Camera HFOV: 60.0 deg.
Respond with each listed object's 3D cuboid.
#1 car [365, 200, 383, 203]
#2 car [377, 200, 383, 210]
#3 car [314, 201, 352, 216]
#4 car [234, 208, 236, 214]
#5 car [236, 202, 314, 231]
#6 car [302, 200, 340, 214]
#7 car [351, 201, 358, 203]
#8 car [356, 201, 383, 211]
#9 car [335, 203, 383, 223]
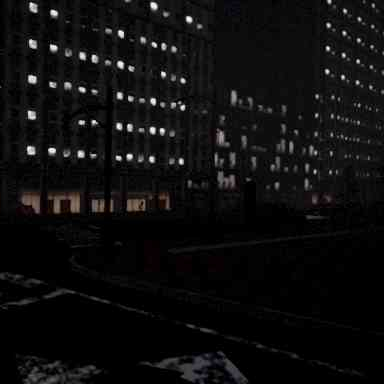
[{"bbox_3d":[19.963,1.773,33.210,5.009,1.841,2.192,1,1,-34],"label":"car"},{"bbox_3d":[29.522,1.950,49.335,4.313,1.339,1.947,1,1,-34],"label":"car"},{"bbox_3d":[14.993,1.897,36.366,4.718,1.301,1.895,1,1,-34],"label":"car"},{"bbox_3d":[6.154,1.711,33.293,4.403,1.369,2.008,1,1,-34],"label":"car"},{"bbox_3d":[5.943,1.639,23.585,5.009,1.841,2.192,1,1,-34],"label":"car"},{"bbox_3d":[15.361,1.773,39.613,4.829,1.417,1.752,1,1,-34],"label":"car"},{"bbox_3d":[20.174,1.860,42.919,4.313,1.339,1.947,1,1,-34],"label":"car"},{"bbox_3d":[24.848,1.921,46.127,4.206,1.307,1.802,1,1,-34],"label":"car"},{"bbox_3d":[15.285,1.958,30.005,4.507,1.381,1.887,1,1,-34],"label":"car"}]
